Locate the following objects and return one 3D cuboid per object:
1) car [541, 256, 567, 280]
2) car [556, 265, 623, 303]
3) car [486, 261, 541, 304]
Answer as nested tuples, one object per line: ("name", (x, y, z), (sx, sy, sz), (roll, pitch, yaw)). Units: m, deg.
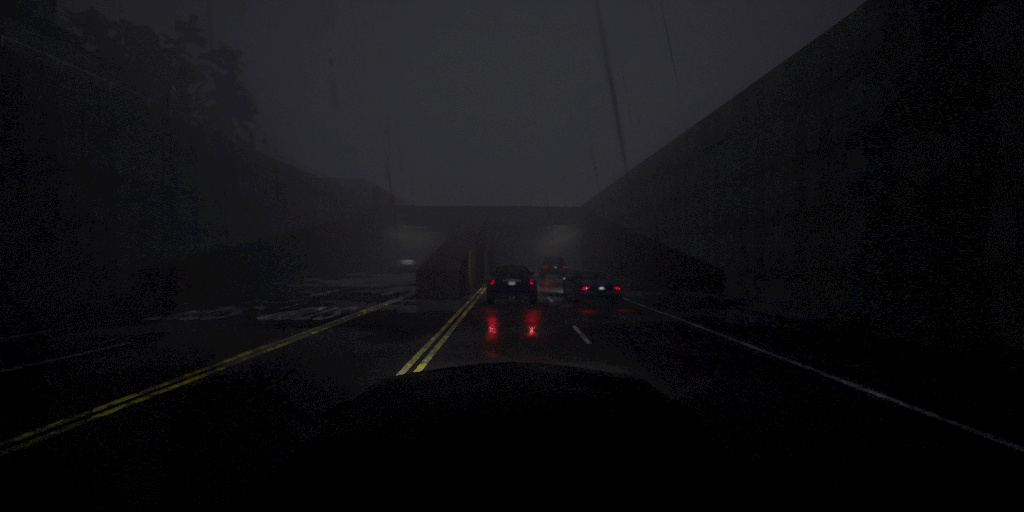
("car", (3.500, 1.008, 31.530), (2.150, 2.045, 5.566), (0, 0, 0))
("car", (3.500, 1.313, 16.500), (2.033, 1.411, 5.357), (0, 0, 0))
("car", (0.000, 1.116, 16.470), (2.097, 1.767, 4.553), (0, 0, 0))
